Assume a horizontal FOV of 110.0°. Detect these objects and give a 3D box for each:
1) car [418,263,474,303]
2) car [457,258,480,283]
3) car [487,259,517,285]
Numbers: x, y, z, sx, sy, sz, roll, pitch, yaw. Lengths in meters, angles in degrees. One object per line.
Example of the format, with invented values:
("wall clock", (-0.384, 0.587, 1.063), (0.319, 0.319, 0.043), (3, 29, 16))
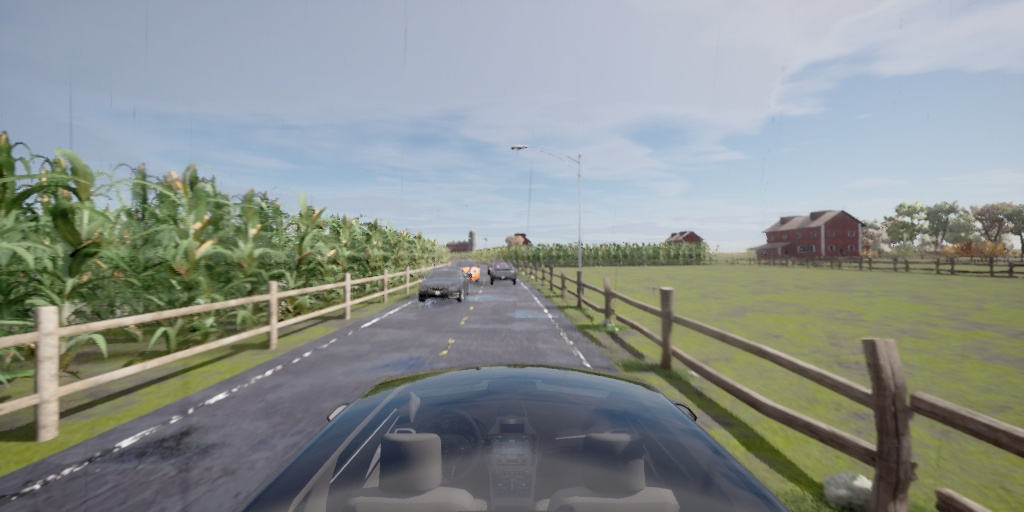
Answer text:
("car", (-3.033, 1.253, 16.719), (1.837, 1.490, 4.892), (0, 0, -2))
("car", (-3.577, 1.089, 27.990), (2.097, 1.767, 4.553), (0, 0, -3))
("car", (-0.673, 1.231, 26.228), (2.128, 1.511, 4.902), (0, 0, -3))
